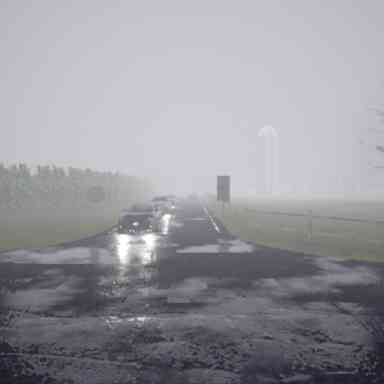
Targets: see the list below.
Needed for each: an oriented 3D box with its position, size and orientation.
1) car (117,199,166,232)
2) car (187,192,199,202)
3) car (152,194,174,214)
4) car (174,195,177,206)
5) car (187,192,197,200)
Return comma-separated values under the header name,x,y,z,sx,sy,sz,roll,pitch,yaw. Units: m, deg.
name,x,y,z,sx,sy,sz,roll,pitch,yaw
car,-2.702,1.318,17.949,1.994,1.385,4.181,0,1,0
car,0.100,0.850,52.350,2.033,1.411,5.357,0,1,0
car,-2.847,1.124,29.649,1.812,1.442,4.674,0,1,0
car,-2.825,0.987,41.933,2.033,1.411,5.357,0,1,0
car,-0.005,0.699,62.798,1.812,1.442,4.674,0,1,0
